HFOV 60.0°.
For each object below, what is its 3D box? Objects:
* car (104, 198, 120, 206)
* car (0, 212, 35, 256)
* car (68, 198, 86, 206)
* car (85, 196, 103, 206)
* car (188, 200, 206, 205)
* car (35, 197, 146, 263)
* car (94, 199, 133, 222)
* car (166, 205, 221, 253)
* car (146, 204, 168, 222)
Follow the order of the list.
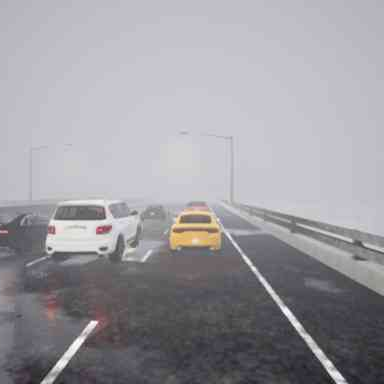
[{"bbox_3d":[-15.829,1.931,65.753,1.994,1.385,4.181,0,0,3],"label":"car"},{"bbox_3d":[-6.839,1.552,13.367,2.128,1.511,4.902,0,0,1],"label":"car"},{"bbox_3d":[-22.816,1.929,66.069,1.994,1.385,4.181,0,0,2],"label":"car"},{"bbox_3d":[-19.320,1.730,65.937,2.097,1.767,4.553,0,0,3],"label":"car"},{"bbox_3d":[0.439,1.490,28.104,2.097,1.767,4.553,0,0,2],"label":"car"},{"bbox_3d":[-3.366,1.280,12.424,2.150,2.045,5.566,0,0,1],"label":"car"},{"bbox_3d":[-6.560,1.490,28.253,2.097,1.767,4.553,0,0,2],"label":"car"},{"bbox_3d":[0.180,1.541,14.012,1.882,1.535,5.008,0,0,1],"label":"car"},{"bbox_3d":[-3.060,1.704,28.211,1.994,1.385,4.181,0,0,2],"label":"car"}]
